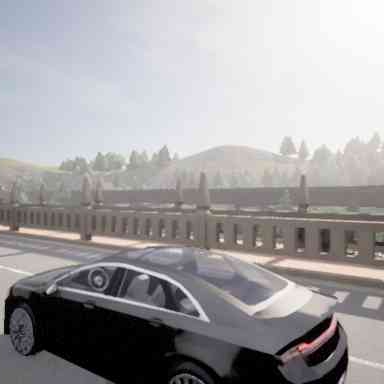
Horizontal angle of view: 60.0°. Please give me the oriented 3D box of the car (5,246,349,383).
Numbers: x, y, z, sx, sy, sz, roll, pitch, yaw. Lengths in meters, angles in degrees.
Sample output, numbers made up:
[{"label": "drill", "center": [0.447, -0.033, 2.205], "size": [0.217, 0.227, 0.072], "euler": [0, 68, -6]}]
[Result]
[{"label": "car", "center": [-0.616, 1.502, 4.432], "size": [4.902, 1.511, 2.128], "euler": [0, 0, 35]}]
